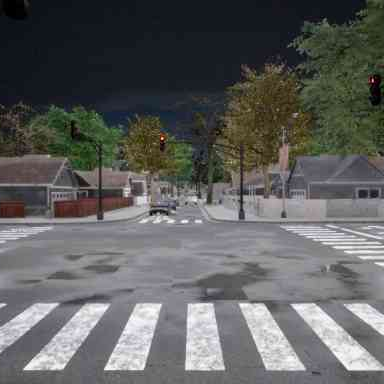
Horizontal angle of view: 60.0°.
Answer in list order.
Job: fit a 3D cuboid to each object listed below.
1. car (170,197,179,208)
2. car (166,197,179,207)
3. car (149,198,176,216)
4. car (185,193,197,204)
[{"bbox_3d":[-3.006,1.594,42.727,1.994,1.385,4.181,0,0,0],"label":"car"},{"bbox_3d":[-3.024,1.568,52.977,1.812,1.442,4.674,0,0,0],"label":"car"},{"bbox_3d":[-3.027,1.567,32.838,2.033,1.411,5.357,0,0,0],"label":"car"},{"bbox_3d":[-0.182,1.280,62.877,2.150,2.045,5.566,0,0,0],"label":"car"}]
